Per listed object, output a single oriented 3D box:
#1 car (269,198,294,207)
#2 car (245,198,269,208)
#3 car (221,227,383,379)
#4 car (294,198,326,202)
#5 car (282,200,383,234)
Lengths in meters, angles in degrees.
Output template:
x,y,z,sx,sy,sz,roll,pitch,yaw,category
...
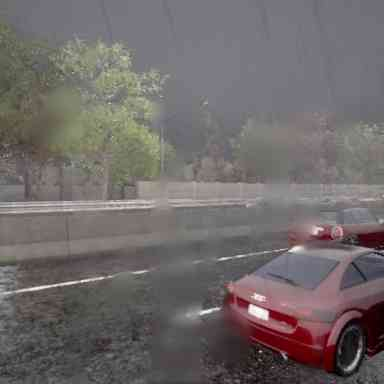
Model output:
x,y,z,sx,sy,sz,roll,pitch,yaw,category
11.181,1.496,37.746,4.181,1.385,1.994,0,0,-35,car
8.421,1.426,39.875,4.902,1.511,2.128,0,0,-37,car
2.520,1.552,5.563,4.181,1.385,1.994,0,0,-35,car
13.349,1.437,34.995,4.892,1.490,1.837,0,0,-35,car
5.711,1.323,12.123,4.553,1.767,2.097,0,0,-35,car
